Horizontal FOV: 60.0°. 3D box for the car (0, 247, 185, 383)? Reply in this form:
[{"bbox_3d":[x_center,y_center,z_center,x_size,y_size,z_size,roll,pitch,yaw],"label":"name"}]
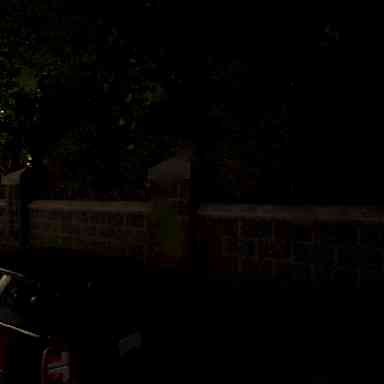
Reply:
[{"bbox_3d":[-2.159,1.448,4.260,4.097,1.590,1.967,0,0,35],"label":"car"}]

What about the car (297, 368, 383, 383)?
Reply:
[{"bbox_3d":[2.356,1.542,1.041,4.507,1.381,1.887,0,0,35],"label":"car"}]
